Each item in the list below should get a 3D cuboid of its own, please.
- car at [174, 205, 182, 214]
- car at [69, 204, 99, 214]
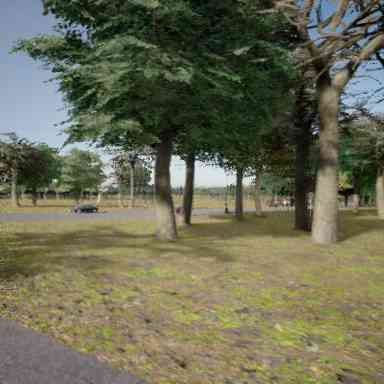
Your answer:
[{"bbox_3d":[-2.135,3.217,61.875,1.812,1.442,4.674,1,-1,35],"label":"car"},{"bbox_3d":[-17.182,2.679,52.911,1.837,1.490,4.892,1,1,36],"label":"car"}]
